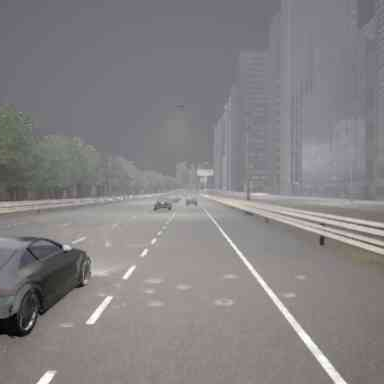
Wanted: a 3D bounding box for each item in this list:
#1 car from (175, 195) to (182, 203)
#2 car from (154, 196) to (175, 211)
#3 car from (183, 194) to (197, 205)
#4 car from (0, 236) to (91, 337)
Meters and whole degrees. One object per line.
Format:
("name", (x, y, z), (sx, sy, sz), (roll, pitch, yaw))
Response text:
("car", (-3.765, 1.620, 72.360), (2.128, 1.511, 4.902), (0, 0, 0))
("car", (-3.591, 1.394, 42.277), (2.097, 1.767, 4.553), (0, 0, 0))
("car", (-0.081, 1.566, 60.188), (2.128, 1.511, 4.902), (0, 0, 0))
("car", (-3.502, 1.567, 6.640), (1.994, 1.385, 4.181), (0, 0, 0))
